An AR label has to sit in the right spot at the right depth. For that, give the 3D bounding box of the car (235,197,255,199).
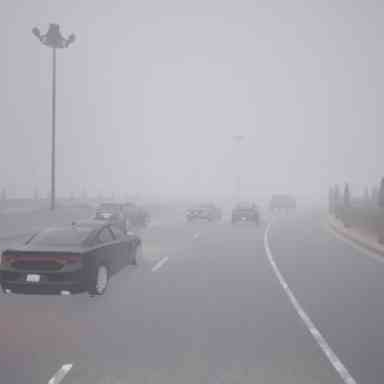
[{"bbox_3d":[10.934,1.739,64.446,1.812,1.442,4.674,-1,0,41],"label":"car"}]

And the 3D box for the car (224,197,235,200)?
[{"bbox_3d":[7.459,1.708,65.818,2.128,1.511,4.902,0,0,41],"label":"car"}]

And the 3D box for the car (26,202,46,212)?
[{"bbox_3d":[-12.688,1.597,29.586,1.994,1.385,4.181,0,0,18],"label":"car"}]

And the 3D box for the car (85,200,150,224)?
[{"bbox_3d":[-4.199,1.368,20.275,2.097,1.767,4.553,0,0,13],"label":"car"}]

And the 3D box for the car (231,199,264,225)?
[{"bbox_3d":[4.071,1.517,24.094,2.128,1.511,4.902,0,0,17],"label":"car"}]

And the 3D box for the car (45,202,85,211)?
[{"bbox_3d":[-9.657,1.593,27.603,1.994,1.385,4.181,0,0,18],"label":"car"}]

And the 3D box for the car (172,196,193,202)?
[{"bbox_3d":[-1.621,1.530,59.791,2.097,1.767,4.553,0,0,35],"label":"car"}]

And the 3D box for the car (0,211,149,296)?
[{"bbox_3d":[-2.732,1.478,8.737,1.882,1.535,5.008,0,0,6],"label":"car"}]

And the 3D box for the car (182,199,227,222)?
[{"bbox_3d":[1.114,1.577,26.540,2.033,1.411,5.357,0,0,18],"label":"car"}]

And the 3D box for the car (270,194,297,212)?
[{"bbox_3d":[11.181,1.283,40.580,2.150,2.045,5.566,0,0,29],"label":"car"}]
